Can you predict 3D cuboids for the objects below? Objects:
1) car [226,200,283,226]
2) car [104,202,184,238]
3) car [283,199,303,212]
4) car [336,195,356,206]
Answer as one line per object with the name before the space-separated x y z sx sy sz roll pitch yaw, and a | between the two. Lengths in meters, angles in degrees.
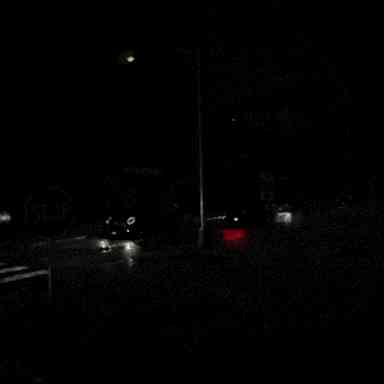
car | 4.008 1.335 21.756 1.837 1.490 4.892 -2 -1 35
car | -2.457 1.361 17.760 2.097 1.767 4.553 -2 -1 35
car | 10.207 1.433 35.525 1.895 1.301 4.718 -2 -1 36
car | 21.488 1.209 46.341 1.837 1.490 4.892 -2 -1 35
